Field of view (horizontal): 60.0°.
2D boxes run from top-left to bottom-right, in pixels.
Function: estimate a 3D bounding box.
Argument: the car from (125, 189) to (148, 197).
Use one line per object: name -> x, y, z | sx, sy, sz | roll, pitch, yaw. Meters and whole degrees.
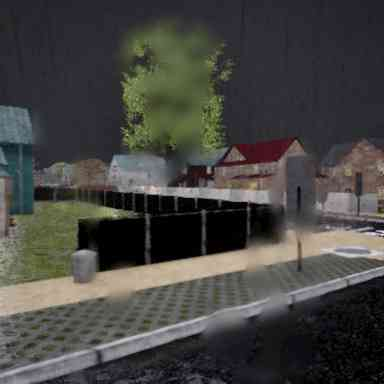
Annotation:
car -> -6.296, 0.397, 38.098 | 2.128, 1.511, 4.902 | -1, 2, -35
